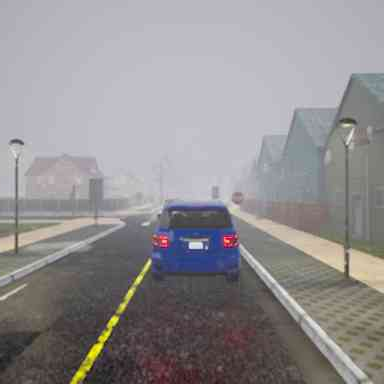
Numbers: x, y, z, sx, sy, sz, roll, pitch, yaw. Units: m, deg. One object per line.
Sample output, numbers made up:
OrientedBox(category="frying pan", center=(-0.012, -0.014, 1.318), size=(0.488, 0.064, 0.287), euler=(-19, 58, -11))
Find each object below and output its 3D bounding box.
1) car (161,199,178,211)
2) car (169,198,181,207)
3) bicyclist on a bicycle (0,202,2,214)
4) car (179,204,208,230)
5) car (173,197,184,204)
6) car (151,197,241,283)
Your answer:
OrientedBox(category="car", center=(-2.868, 1.675, 43.785), size=(1.837, 1.490, 4.892), euler=(0, 0, 0))
OrientedBox(category="car", center=(-2.861, 1.749, 56.444), size=(1.812, 1.442, 4.674), euler=(0, 0, 0))
OrientedBox(category="bicyclist on a bicycle", center=(-20.234, 1.478, 34.614), size=(0.582, 1.620, 1.656), euler=(0, -1, 0))
OrientedBox(category="car", center=(0.084, 1.613, 22.916), size=(1.812, 1.442, 4.674), euler=(0, 0, 0))
OrientedBox(category="car", center=(-2.796, 1.820, 70.196), size=(2.033, 1.411, 5.357), euler=(0, 0, 0))
OrientedBox(category="car", center=(0.092, 1.261, 9.923), size=(2.150, 2.045, 5.566), euler=(0, 0, 0))
